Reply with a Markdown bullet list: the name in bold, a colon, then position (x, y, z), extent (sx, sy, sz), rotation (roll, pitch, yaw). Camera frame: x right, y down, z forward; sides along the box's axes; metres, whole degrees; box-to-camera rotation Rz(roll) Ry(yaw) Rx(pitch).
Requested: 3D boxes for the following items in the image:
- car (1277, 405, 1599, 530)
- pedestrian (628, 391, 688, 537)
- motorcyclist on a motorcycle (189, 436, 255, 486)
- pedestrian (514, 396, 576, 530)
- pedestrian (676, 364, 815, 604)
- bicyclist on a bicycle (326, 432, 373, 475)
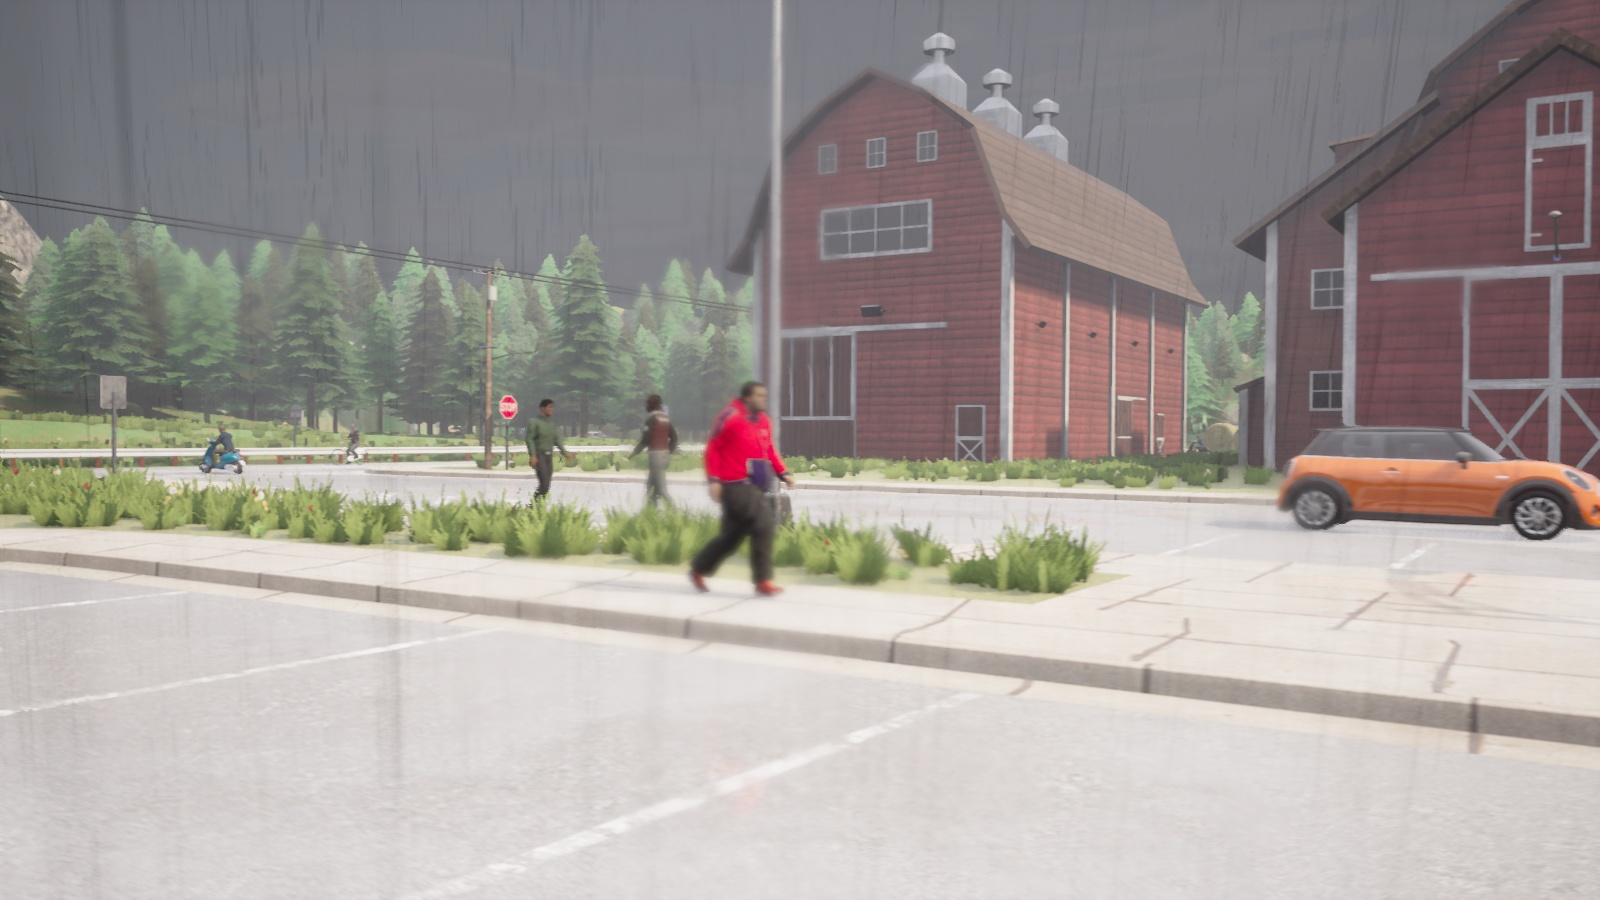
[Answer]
- **car**: position (10.063, 0.232, 19.616), extent (4.553, 1.767, 2.097), rotation (0, 1, 32)
- **pedestrian**: position (-1.907, 0.189, 16.887), extent (0.666, 1.930, 0.402), rotation (0, 1, 23)
- **motorcyclist on a motorcycle**: position (-19.000, 0.352, 41.289), extent (1.817, 1.590, 0.866), rotation (-1, 2, 19)
- **pedestrian**: position (-3.768, 0.187, 18.563), extent (0.788, 1.949, 0.423), rotation (0, 1, 30)
- **pedestrian**: position (-0.435, 0.257, 10.130), extent (0.899, 1.844, 0.634), rotation (0, 1, 27)
- **bicyclist on a bicycle**: position (-18.967, 0.119, 52.903), extent (0.659, 1.776, 1.843), rotation (0, 1, 33)
